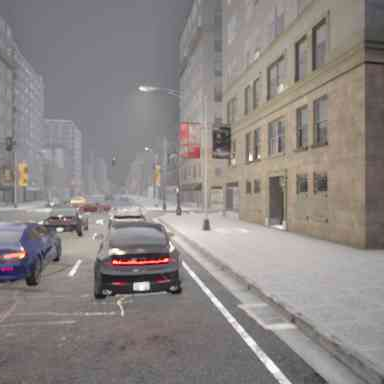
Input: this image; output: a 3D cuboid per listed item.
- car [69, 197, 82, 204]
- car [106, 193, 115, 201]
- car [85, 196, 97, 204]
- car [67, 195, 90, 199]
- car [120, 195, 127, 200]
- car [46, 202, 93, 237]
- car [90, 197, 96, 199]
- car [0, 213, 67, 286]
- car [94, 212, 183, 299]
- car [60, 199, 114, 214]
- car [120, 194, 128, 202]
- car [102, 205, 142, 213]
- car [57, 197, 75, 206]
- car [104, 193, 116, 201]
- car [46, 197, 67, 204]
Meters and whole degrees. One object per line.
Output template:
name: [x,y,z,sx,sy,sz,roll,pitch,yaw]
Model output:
car: [-23.945,1.658,68.331,1.895,1.301,4.718,0,0,-12]
car: [-21.398,1.165,87.963,2.150,2.045,5.566,0,0,-12]
car: [-20.560,1.615,68.018,1.994,1.385,4.181,0,0,-12]
car: [-16.680,1.525,48.962,1.882,1.535,5.008,0,0,-12]
car: [-18.210,1.439,88.596,1.837,1.490,4.892,0,0,-12]
car: [-6.726,1.520,18.069,1.837,1.490,4.892,0,0,-12]
car: [-18.563,1.406,58.150,2.097,1.767,4.553,0,0,-12]
car: [-4.858,1.533,9.114,1.812,1.442,4.674,0,0,-12]
car: [-1.431,1.511,8.573,1.837,1.490,4.892,0,0,-12]
car: [-10.958,1.636,34.937,4.718,1.301,1.895,0,0,-12]
car: [-16.084,1.540,78.396,1.882,1.535,5.008,0,0,-12]
car: [-3.429,1.505,17.682,2.128,1.511,4.902,0,0,-12]
car: [-21.875,1.603,58.115,2.033,1.411,5.357,0,0,-11]
car: [-19.271,1.287,77.762,2.150,2.045,5.566,0,0,-12]
car: [-19.886,1.539,48.167,2.128,1.511,4.902,0,0,-15]
